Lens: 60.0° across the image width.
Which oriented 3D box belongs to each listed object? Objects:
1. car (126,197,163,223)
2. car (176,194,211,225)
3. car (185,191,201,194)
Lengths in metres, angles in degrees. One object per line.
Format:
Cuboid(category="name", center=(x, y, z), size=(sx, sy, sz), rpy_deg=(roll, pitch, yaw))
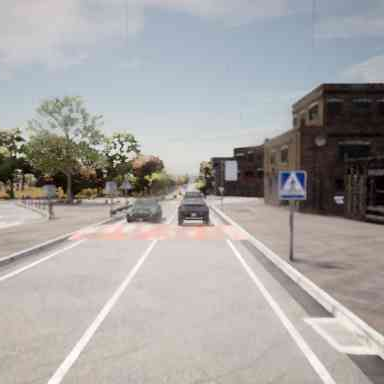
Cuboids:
Cuboid(category="car", center=(-3.294, 1.207, 23.759), size=(2.097, 1.767, 4.553), rpy_deg=(0, 1, 1))
Cuboid(category="car", center=(0.089, 1.259, 20.688), size=(1.837, 1.490, 4.892), rpy_deg=(0, -6, 0))
Cuboid(category="car", center=(0.152, 0.946, 37.081), size=(2.150, 2.045, 5.566), rpy_deg=(0, 0, 2))
